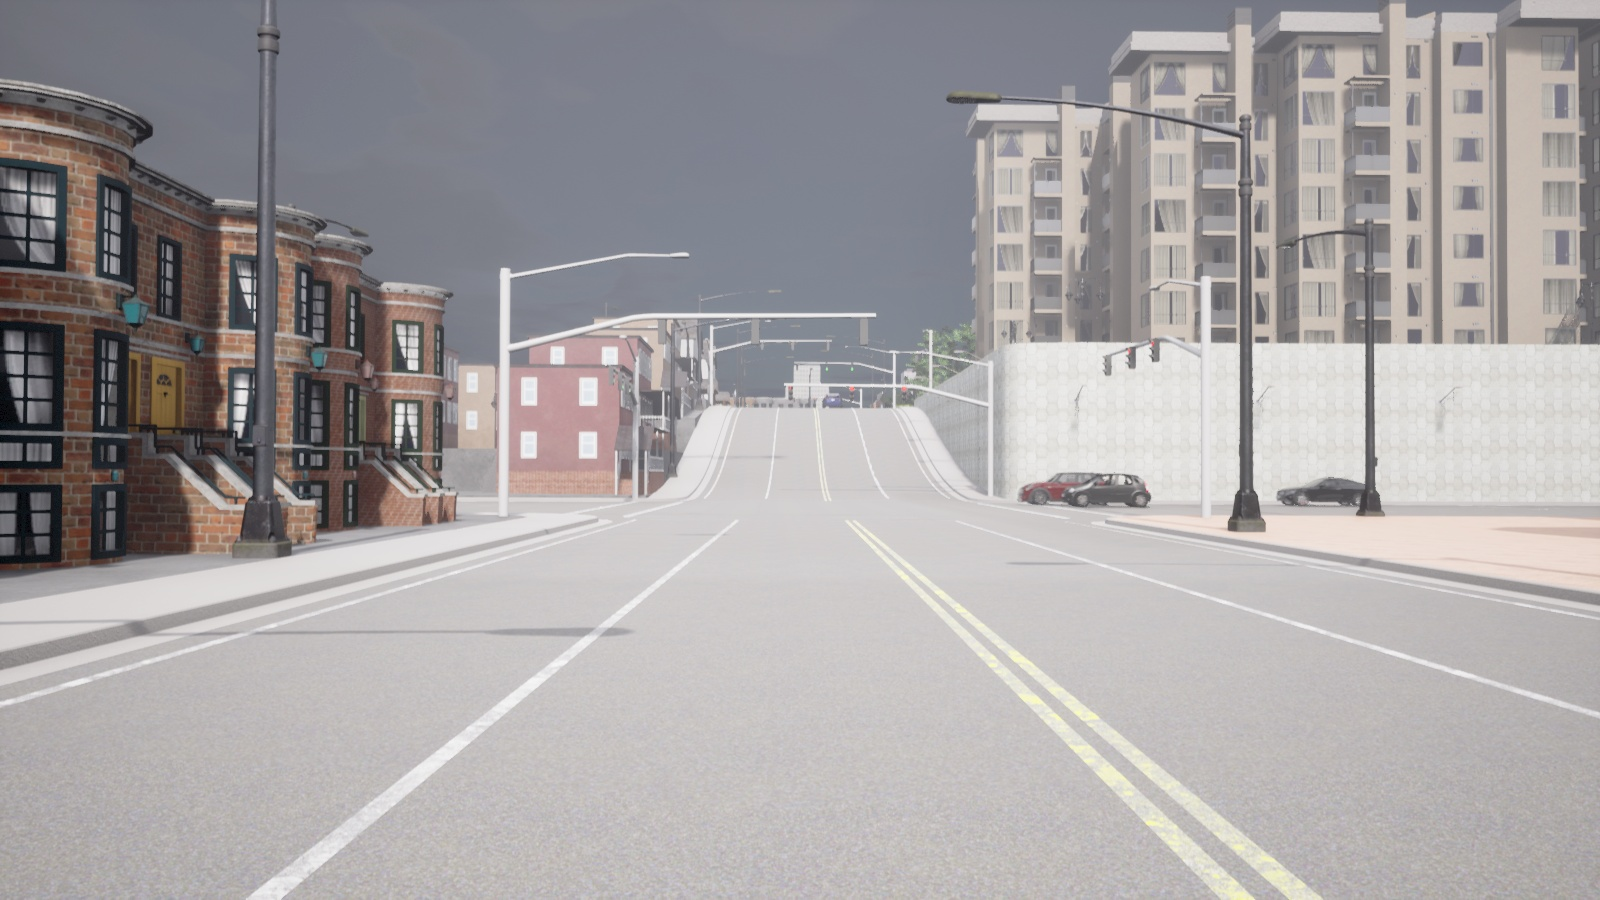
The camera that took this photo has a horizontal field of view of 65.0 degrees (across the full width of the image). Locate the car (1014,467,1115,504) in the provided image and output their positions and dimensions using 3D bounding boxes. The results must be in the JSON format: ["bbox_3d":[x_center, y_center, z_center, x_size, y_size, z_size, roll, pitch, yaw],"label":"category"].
[{"bbox_3d":[13.057,1.751,62.244,4.553,1.767,2.097,0,-1,0],"label":"car"}]

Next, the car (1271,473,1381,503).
[{"bbox_3d":[26.031,1.865,62.229,4.674,1.442,1.812,0,-1,0],"label":"car"}]

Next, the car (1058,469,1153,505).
[{"bbox_3d":[14.263,1.722,58.742,3.988,1.617,1.851,0,-1,0],"label":"car"}]
